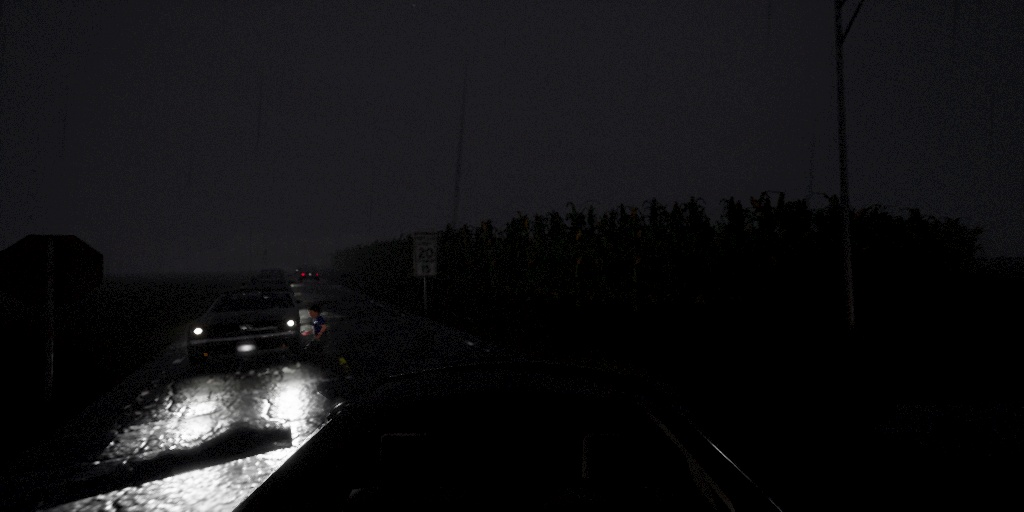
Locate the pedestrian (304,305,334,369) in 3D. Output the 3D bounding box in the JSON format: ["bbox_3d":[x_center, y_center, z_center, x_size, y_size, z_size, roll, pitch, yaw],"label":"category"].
[{"bbox_3d":[-3.476,1.404,6.483,0.375,1.300,0.375,1,-2,-33],"label":"pedestrian"}]

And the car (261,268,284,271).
[{"bbox_3d":[-16.432,1.659,24.566,1.837,1.490,4.892,0,-1,-33],"label":"car"}]

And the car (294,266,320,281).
[{"bbox_3d":[-20.911,1.880,36.882,2.033,1.411,5.357,0,-1,-32],"label":"car"}]

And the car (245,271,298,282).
[{"bbox_3d":[-11.176,1.577,16.437,1.994,1.385,4.181,0,-1,-33],"label":"car"}]

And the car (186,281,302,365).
[{"bbox_3d":[-6.236,1.482,8.741,1.895,1.301,4.718,0,-1,-32],"label":"car"}]

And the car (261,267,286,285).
[{"bbox_3d":[-22.012,1.831,33.243,1.812,1.442,4.674,0,-1,-32],"label":"car"}]
